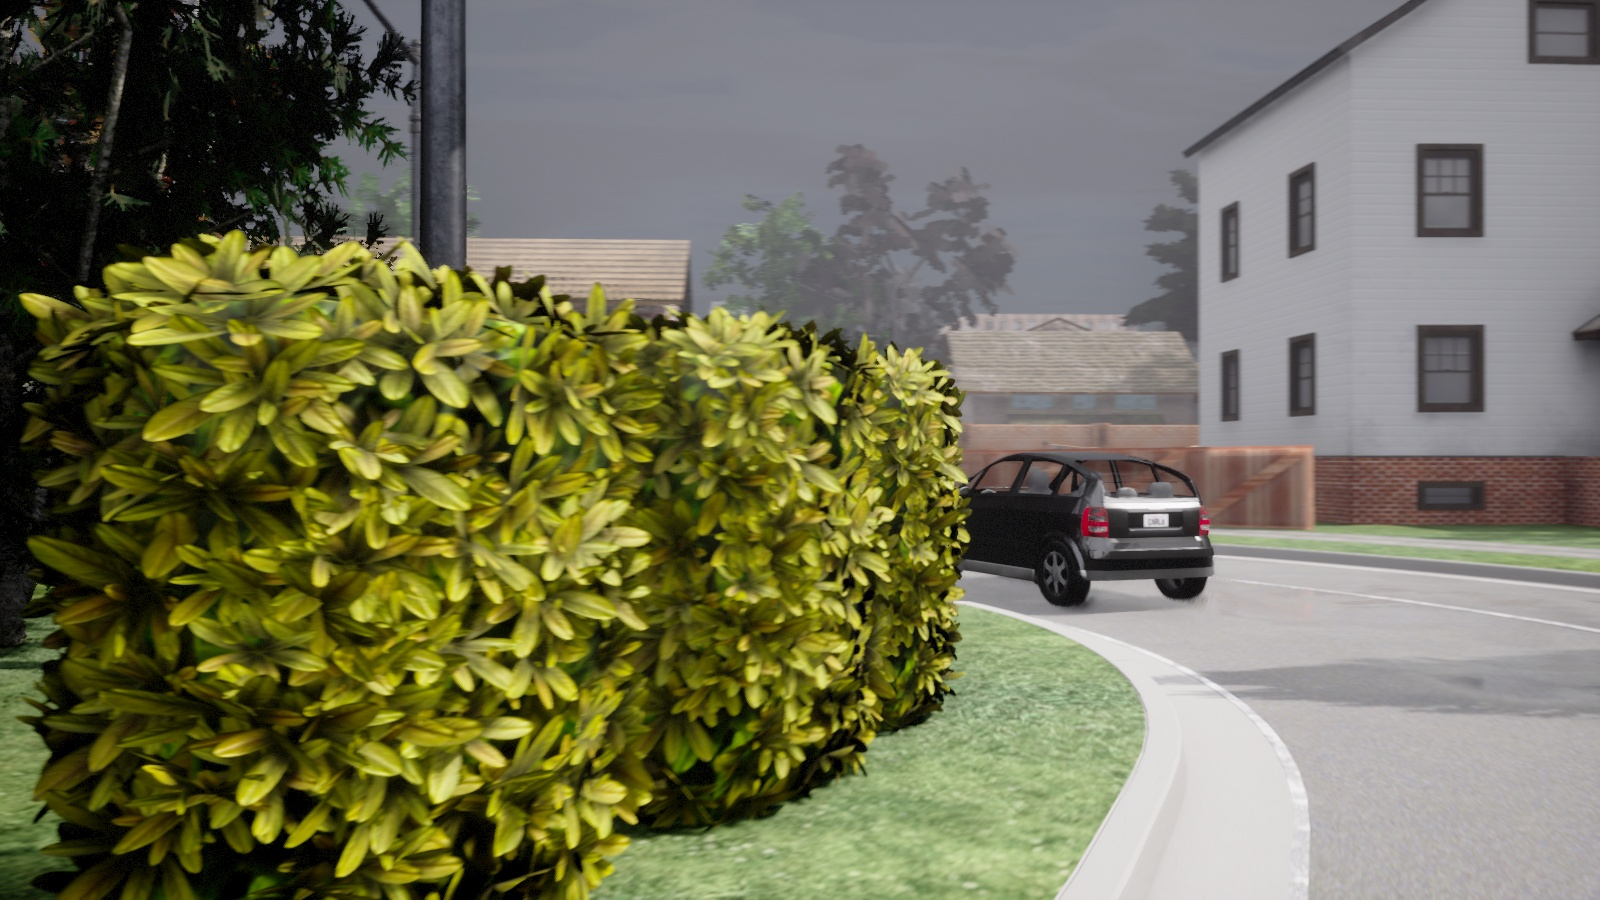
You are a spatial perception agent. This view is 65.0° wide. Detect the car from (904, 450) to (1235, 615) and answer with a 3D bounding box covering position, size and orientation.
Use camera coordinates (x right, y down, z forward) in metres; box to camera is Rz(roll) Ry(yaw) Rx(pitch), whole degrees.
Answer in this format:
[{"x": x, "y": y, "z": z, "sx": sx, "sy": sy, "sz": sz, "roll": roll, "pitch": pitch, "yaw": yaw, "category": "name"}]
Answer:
[{"x": 2.800, "y": 0.791, "z": 13.882, "sx": 1.789, "sy": 1.549, "sz": 3.705, "roll": 0, "pitch": 0, "yaw": -22, "category": "car"}]
